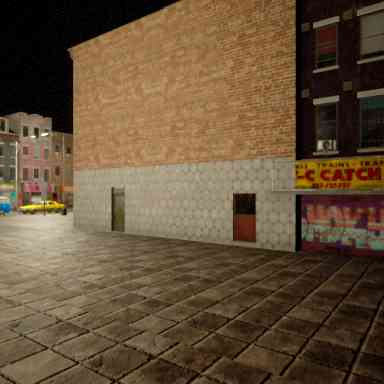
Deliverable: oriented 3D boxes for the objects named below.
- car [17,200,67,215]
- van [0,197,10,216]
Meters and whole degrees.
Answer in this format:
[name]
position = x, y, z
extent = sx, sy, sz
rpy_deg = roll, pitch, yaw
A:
[car]
position = -15.331, 1.517, 34.184
extent = 1.752, 1.417, 4.829
rpy_deg = 0, 0, 36
[van]
position = -18.511, 1.337, 29.768
extent = 1.690, 1.788, 3.998
rpy_deg = 0, 0, 36
